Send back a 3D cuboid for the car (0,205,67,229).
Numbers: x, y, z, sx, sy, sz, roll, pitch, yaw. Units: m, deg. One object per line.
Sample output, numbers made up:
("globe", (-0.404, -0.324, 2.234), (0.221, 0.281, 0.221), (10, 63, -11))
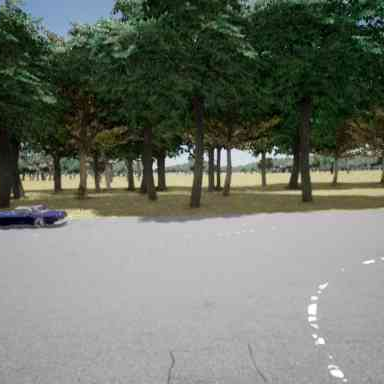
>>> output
("car", (-10.389, 1.520, 20.508), (4.718, 1.301, 1.895), (-2, 3, 0))
